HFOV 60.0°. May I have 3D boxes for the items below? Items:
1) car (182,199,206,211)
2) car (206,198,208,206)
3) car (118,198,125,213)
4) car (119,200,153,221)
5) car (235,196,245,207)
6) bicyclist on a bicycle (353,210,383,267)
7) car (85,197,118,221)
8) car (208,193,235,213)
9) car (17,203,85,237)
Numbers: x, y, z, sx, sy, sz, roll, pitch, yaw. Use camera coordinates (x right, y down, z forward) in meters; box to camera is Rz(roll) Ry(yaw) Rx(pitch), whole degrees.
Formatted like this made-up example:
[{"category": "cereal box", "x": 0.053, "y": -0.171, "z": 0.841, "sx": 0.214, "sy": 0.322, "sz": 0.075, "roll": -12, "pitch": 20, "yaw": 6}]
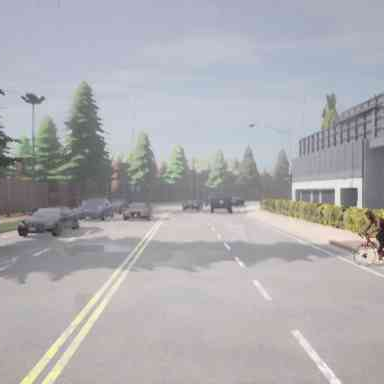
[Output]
[{"category": "car", "x": 0.164, "y": 1.513, "z": 39.361, "sx": 1.895, "sy": 1.301, "sz": 4.718, "roll": 0, "pitch": 0, "yaw": 9}, {"category": "car", "x": 3.424, "y": 1.392, "z": 50.050, "sx": 1.837, "sy": 1.490, "sz": 4.892, "roll": 0, "pitch": 0, "yaw": 24}, {"category": "car", "x": -7.602, "y": 1.418, "z": 33.558, "sx": 2.128, "sy": 1.511, "sz": 4.902, "roll": 0, "pitch": 0, "yaw": 2}, {"category": "car", "x": -4.152, "y": 1.507, "z": 26.183, "sx": 1.994, "sy": 1.385, "sz": 4.181, "roll": 0, "pitch": 0, "yaw": -1}, {"category": "car", "x": 6.245, "y": 1.382, "z": 48.136, "sx": 2.128, "sy": 1.511, "sz": 4.902, "roll": 0, "pitch": 0, "yaw": 25}, {"category": "bicyclist on a bicycle", "x": 5.517, "y": 1.343, "z": 9.863, "sx": 1.656, "sy": 1.620, "sz": 0.582, "roll": -9, "pitch": 0, "yaw": -1}, {"category": "car", "x": -7.661, "y": 1.294, "z": 26.554, "sx": 2.097, "sy": 1.767, "sz": 4.553, "roll": 0, "pitch": 0, "yaw": -1}, {"category": "car", "x": 3.102, "y": 1.140, "z": 35.430, "sx": 2.150, "sy": 2.045, "sz": 5.566, "roll": 0, "pitch": 0, "yaw": 4}, {"category": "car", "x": -7.512, "y": 1.487, "z": 17.889, "sx": 1.812, "sy": 1.442, "sz": 4.674, "roll": 0, "pitch": 0, "yaw": -1}]
